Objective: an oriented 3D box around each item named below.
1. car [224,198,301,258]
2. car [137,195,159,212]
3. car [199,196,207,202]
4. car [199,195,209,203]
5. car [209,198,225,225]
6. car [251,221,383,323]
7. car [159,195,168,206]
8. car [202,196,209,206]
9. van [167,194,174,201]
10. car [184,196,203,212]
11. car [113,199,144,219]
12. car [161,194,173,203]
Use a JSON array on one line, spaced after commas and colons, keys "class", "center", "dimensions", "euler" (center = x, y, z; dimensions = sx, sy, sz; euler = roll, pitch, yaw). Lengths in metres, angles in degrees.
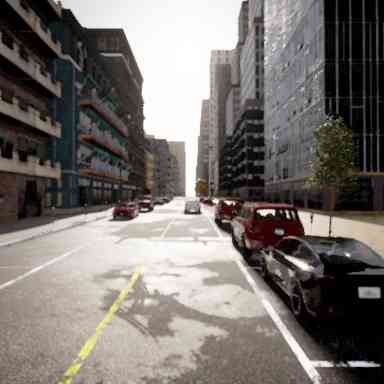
[{"class": "car", "center": [2.692, 1.316, 12.656], "dimensions": [2.192, 1.841, 5.009], "euler": [1, 0, 0]}, {"class": "car", "center": [-5.714, 1.342, 40.263], "dimensions": [2.192, 1.841, 5.009], "euler": [1, 0, 0]}, {"class": "car", "center": [2.636, 1.659, 79.103], "dimensions": [1.752, 1.417, 4.829], "euler": [1, 0, 0]}, {"class": "car", "center": [2.641, 1.553, 73.409], "dimensions": [1.967, 1.590, 4.097], "euler": [1, 0, 0]}, {"class": "car", "center": [2.682, 1.320, 23.702], "dimensions": [2.192, 1.841, 5.009], "euler": [1, 0, 0]}, {"class": "car", "center": [2.694, 1.566, 7.132], "dimensions": [1.947, 1.339, 4.313], "euler": [1, 0, 0]}, {"class": "car", "center": [-5.733, 1.631, 56.833], "dimensions": [1.947, 1.339, 4.313], "euler": [1, 0, 0]}, {"class": "car", "center": [2.647, 1.647, 56.839], "dimensions": [1.802, 1.307, 4.206], "euler": [1, 0, 0]}, {"class": "van", "center": [-5.740, 1.520, 89.972], "dimensions": [1.690, 1.788, 3.998], "euler": [1, 0, 0]}, {"class": "car", "center": [0.067, 1.550, 38.977], "dimensions": [1.812, 1.442, 4.674], "euler": [0, 0, 0]}, {"class": "car", "center": [-5.706, 1.556, 29.217], "dimensions": [1.887, 1.381, 4.507], "euler": [1, 0, 0]}, {"class": "car", "center": [-5.745, 1.412, 67.880], "dimensions": [2.192, 1.841, 5.009], "euler": [1, 0, 0]}]
